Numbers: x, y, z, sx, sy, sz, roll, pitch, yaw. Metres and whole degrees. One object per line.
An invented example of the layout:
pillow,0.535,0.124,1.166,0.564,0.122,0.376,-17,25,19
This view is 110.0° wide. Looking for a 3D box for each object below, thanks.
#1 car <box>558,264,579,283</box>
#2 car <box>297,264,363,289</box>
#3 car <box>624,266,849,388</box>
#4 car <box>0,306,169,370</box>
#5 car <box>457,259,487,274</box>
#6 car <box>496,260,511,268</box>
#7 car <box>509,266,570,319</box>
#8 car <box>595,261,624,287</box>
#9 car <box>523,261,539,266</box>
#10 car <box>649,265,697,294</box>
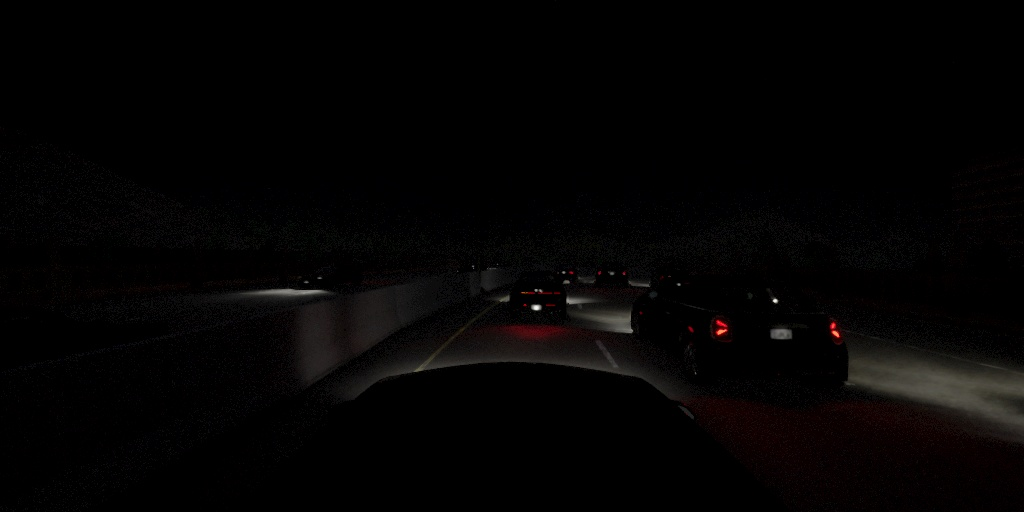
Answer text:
car,4.730,1.384,31.099,2.033,1.411,5.357,0,0,14
car,-11.623,1.268,23.355,1.812,1.442,4.674,0,0,12
car,3.955,1.133,7.212,2.097,1.767,4.553,0,0,4
car,-6.952,1.322,3.965,1.895,1.301,4.718,0,0,2
car,-4.316,1.162,38.982,2.097,1.767,4.553,0,0,14
car,-1.429,1.425,65.083,1.837,1.490,4.892,0,0,14
car,1.030,1.285,13.058,1.837,1.490,4.892,0,0,7
car,7.024,1.188,25.524,2.097,1.767,4.553,0,0,13
car,3.021,1.427,53.898,2.033,1.411,5.357,0,0,14
car,9.893,1.347,22.444,1.837,1.490,4.892,0,0,13
